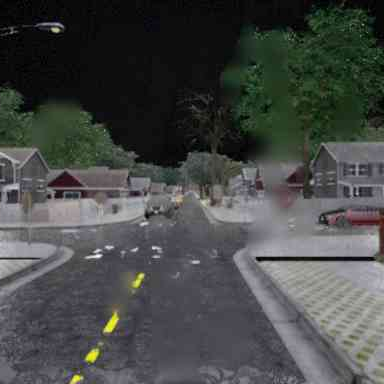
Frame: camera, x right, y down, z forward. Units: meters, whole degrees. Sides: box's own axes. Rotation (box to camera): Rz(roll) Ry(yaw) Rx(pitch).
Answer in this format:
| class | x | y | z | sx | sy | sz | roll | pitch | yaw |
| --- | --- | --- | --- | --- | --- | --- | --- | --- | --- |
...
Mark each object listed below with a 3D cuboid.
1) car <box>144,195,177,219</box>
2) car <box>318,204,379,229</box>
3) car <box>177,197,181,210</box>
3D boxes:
| class | x | y | z | sx | sy | sz | roll | pitch | yaw |
| --- | --- | --- | --- | --- | --- | --- | --- | --- | --- |
| car | -2.886 | 1.297 | 30.307 | 2.150 | 2.045 | 5.566 | 0 | 1 | 2 |
| car | 9.894 | 1.424 | 20.170 | 4.181 | 1.385 | 1.994 | -1 | 0 | 0 |
| car | -2.812 | 1.642 | 44.480 | 1.812 | 1.442 | 4.674 | 0 | 0 | 0 |
